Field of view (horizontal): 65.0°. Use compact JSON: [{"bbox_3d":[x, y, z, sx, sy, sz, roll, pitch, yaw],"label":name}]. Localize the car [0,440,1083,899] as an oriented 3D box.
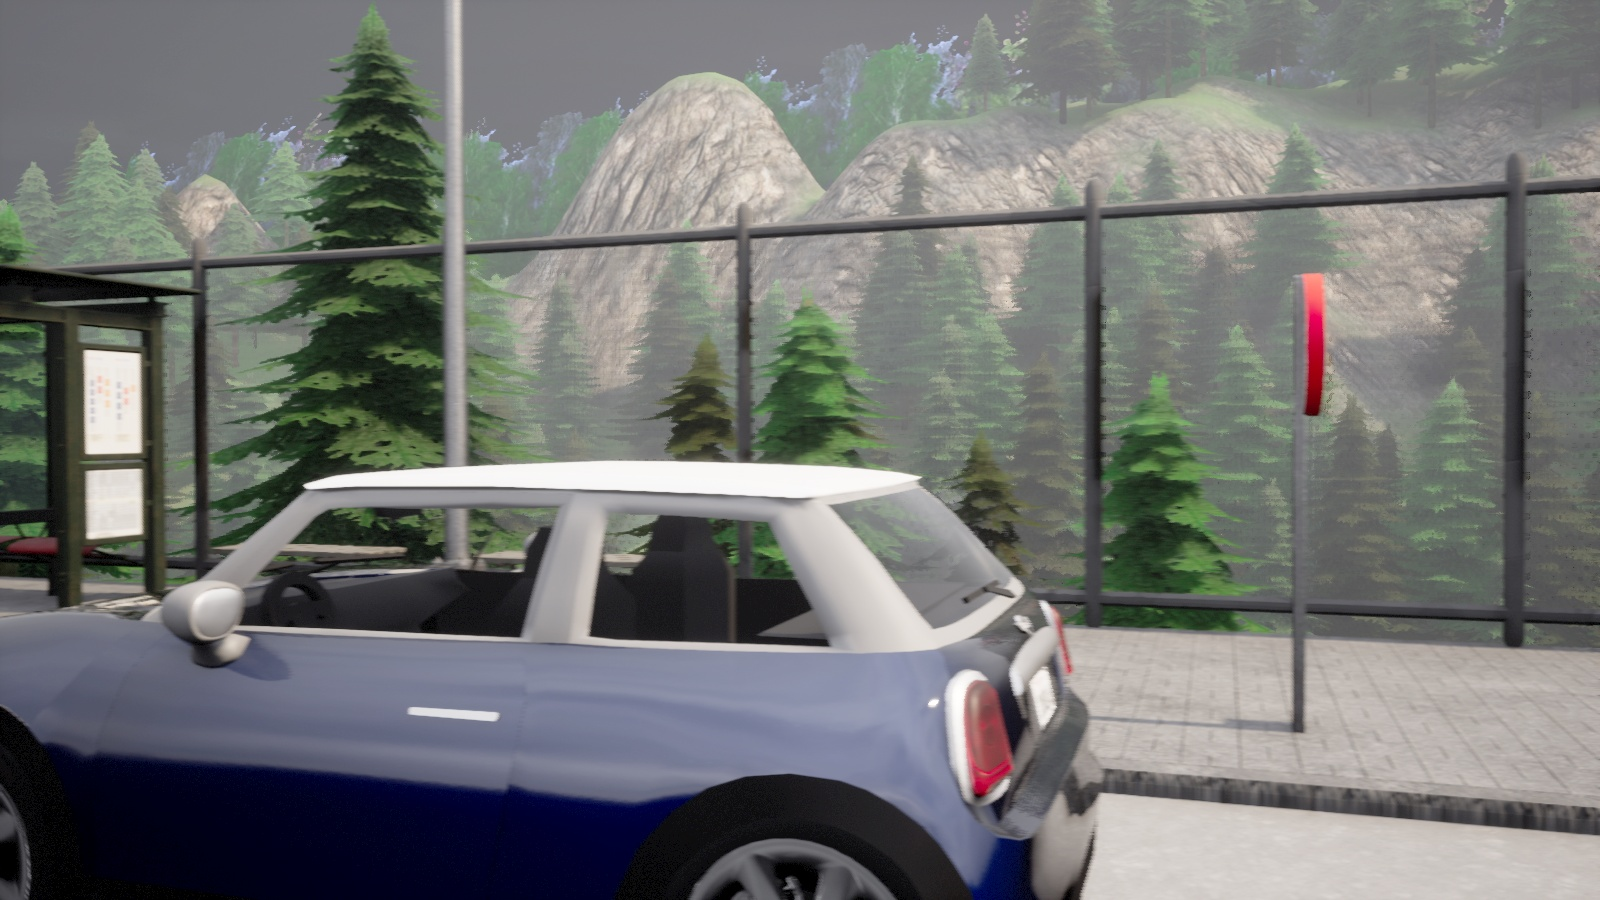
[{"bbox_3d":[-1.126,0.722,4.098,3.806,1.475,1.970,1,1,19],"label":"car"}]
